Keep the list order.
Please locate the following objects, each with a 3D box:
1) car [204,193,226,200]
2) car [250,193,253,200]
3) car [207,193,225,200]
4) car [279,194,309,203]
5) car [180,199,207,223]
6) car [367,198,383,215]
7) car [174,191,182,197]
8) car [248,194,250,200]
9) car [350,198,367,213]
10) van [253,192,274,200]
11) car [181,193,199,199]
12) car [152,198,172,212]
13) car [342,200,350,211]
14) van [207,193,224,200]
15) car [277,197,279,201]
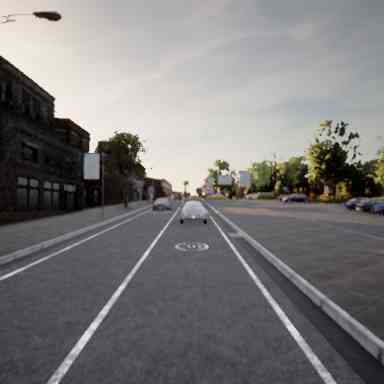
[{"bbox_3d":[6.064,1.282,84.744,5.366,1.575,1.946,0,-1,0],"label":"car"},{"bbox_3d":[18.683,1.314,86.995,5.366,1.575,1.946,0,-1,0],"label":"car"},{"bbox_3d":[6.255,1.198,87.665,4.553,1.767,2.185,0,-1,0],"label":"car"},{"bbox_3d":[18.737,1.102,60.236,4.553,1.767,2.185,0,0,0],"label":"car"},{"bbox_3d":[0.088,1.440,24.366,1.812,1.442,4.674,0,0,0],"label":"car"},{"bbox_3d":[18.699,1.348,29.351,5.008,1.535,2.097,0,0,0],"label":"car"},{"bbox_3d":[-3.296,0.712,79.709,2.150,2.045,5.566,0,0,0],"label":"car"},{"bbox_3d":[18.662,1.356,89.656,5.366,1.575,1.946,0,-1,0],"label":"car"},{"bbox_3d":[18.689,1.336,32.624,4.892,1.521,2.231,0,0,0],"label":"car"},{"bbox_3d":[18.405,1.054,84.202,4.442,1.987,1.878,0,-1,0],"label":"van"},{"bbox_3d":[0.086,1.207,40.738,2.097,1.767,4.553,0,0,0],"label":"car"},{"bbox_3d":[-3.357,1.392,37.691,1.812,1.442,4.674,0,0,0],"label":"car"},{"bbox_3d":[18.693,1.362,35.900,4.674,1.452,2.002,0,0,0],"label":"car"},{"bbox_3d":[6.315,1.151,90.704,4.442,1.987,1.878,0,-1,0],"label":"van"},{"bbox_3d":[18.665,1.257,63.406,4.674,1.452,2.002,0,0,0],"label":"car"}]
